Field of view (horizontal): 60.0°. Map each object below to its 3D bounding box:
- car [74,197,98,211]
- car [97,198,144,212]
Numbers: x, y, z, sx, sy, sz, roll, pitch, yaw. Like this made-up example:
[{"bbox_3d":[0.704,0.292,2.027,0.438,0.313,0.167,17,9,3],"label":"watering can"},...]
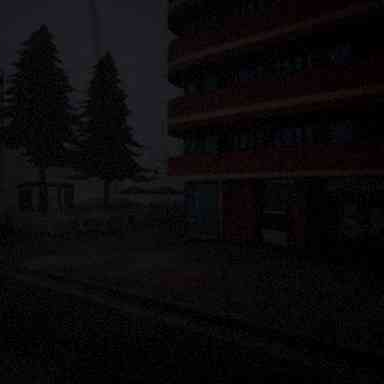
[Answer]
[{"bbox_3d":[-12.169,1.421,40.512,1.882,1.535,5.008,0,0,37],"label":"car"},{"bbox_3d":[-7.178,1.422,35.399,1.882,1.535,5.008,0,0,36],"label":"car"}]
